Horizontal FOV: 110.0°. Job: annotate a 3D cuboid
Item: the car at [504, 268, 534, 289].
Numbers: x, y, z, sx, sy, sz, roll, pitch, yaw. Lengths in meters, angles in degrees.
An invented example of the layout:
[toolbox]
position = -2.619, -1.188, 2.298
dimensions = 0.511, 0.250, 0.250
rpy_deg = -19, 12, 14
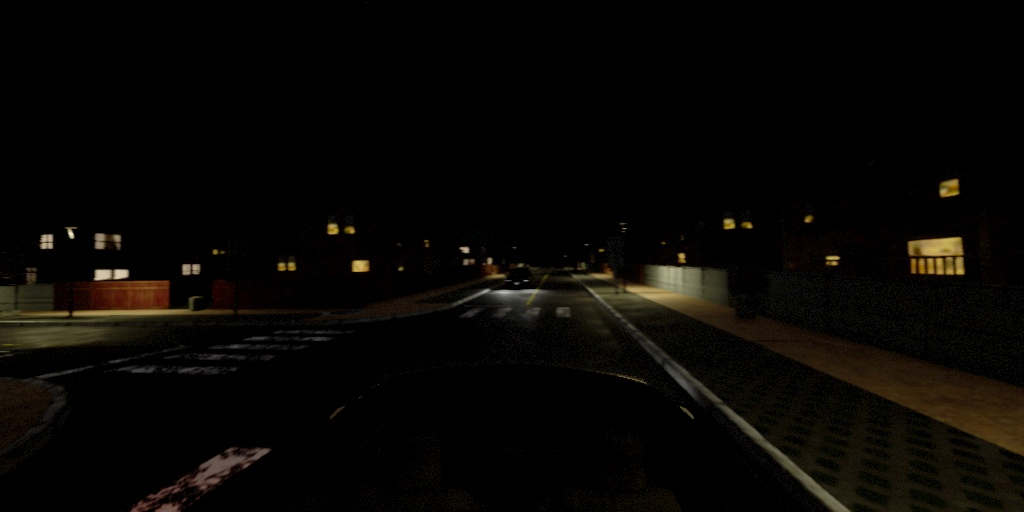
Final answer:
[car]
position = 0.612, 1.646, 26.854
dimensions = 1.837, 1.490, 4.892
rpy_deg = -2, 0, 7
